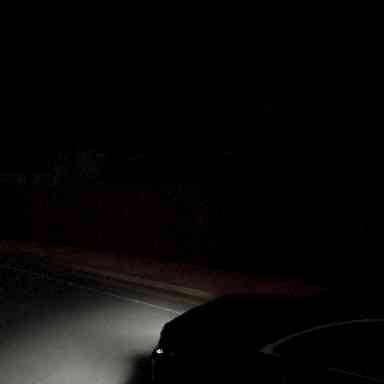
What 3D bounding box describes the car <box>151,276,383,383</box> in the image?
[{"bbox_3d":[1.826,1.504,2.689,4.892,1.490,1.837,0,0,35],"label":"car"}]
